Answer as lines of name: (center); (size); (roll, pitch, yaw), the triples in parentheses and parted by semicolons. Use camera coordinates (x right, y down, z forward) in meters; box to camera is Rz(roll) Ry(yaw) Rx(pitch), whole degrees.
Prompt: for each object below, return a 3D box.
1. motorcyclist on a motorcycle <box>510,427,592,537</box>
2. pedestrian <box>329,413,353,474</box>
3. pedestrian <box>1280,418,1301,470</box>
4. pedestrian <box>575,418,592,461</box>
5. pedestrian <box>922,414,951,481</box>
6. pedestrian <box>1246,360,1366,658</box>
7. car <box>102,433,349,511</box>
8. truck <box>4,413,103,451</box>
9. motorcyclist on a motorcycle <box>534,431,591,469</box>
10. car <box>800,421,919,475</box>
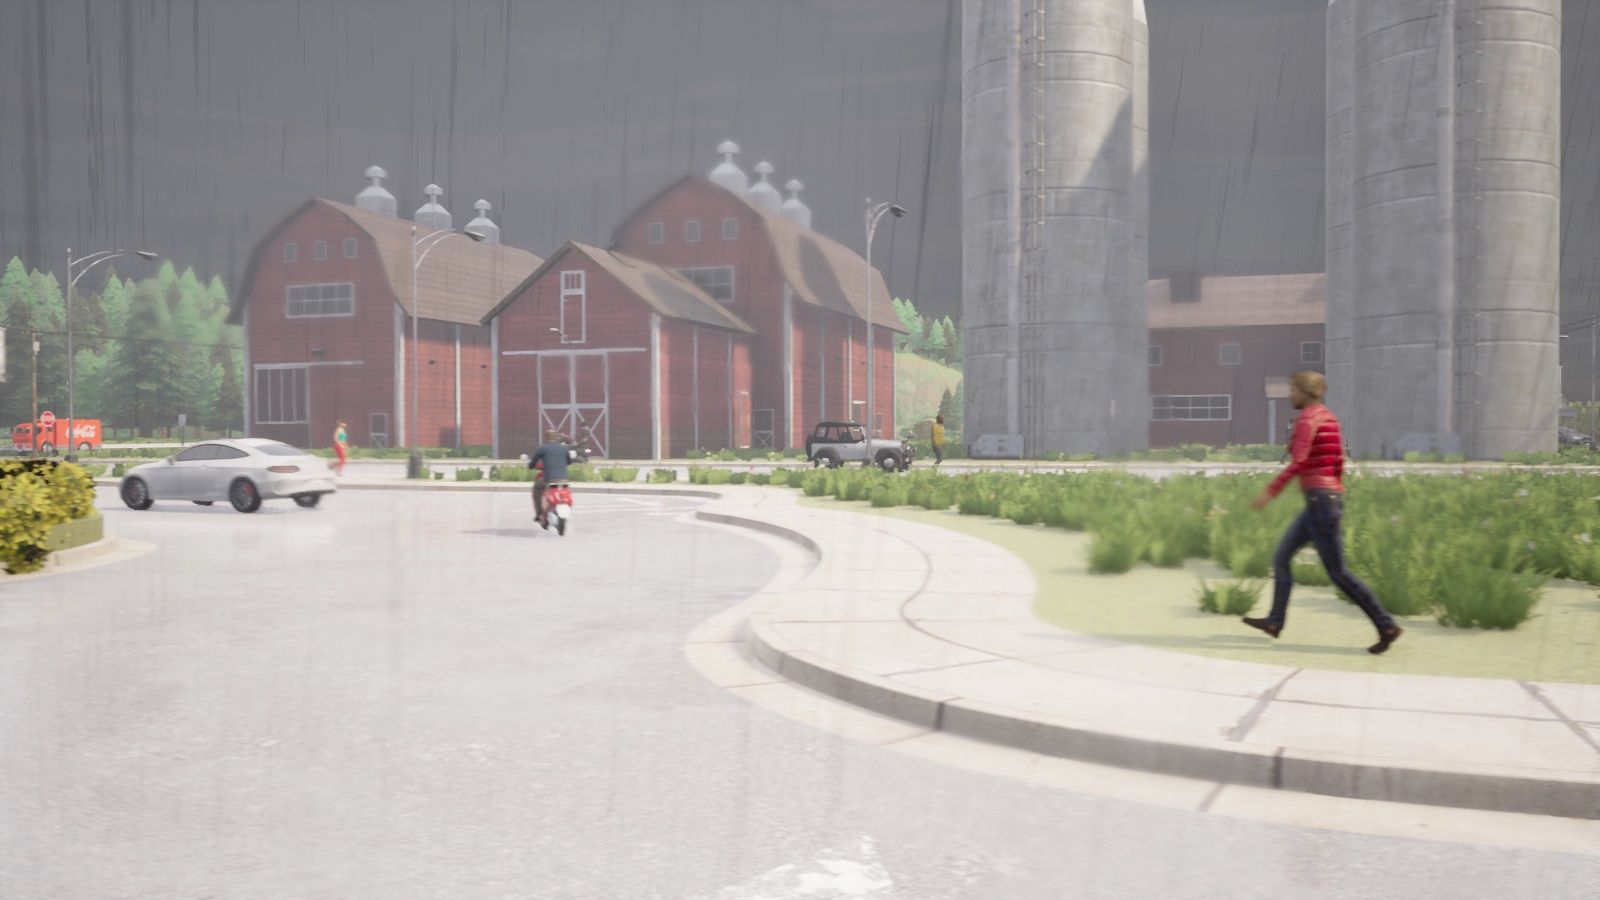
motorcyclist on a motorcycle: (-3.842, 0.453, 19.262); (0.866, 1.590, 1.817); (-1, 1, -22)
pedestrian: (-14.099, -0.200, 38.585); (0.594, 1.836, 0.345); (0, 1, -4)
pedestrian: (18.393, -0.215, 47.104); (0.692, 1.930, 0.395); (1, 1, 21)
pedestrian: (-9.899, -0.488, 57.425); (0.666, 1.930, 0.402); (1, 1, 35)
pedestrian: (3.825, -0.075, 35.183); (0.726, 1.835, 0.370); (1, 1, 26)
pedestrian: (3.263, 0.362, 8.106); (0.636, 1.846, 0.331); (1, 1, 36)
car: (-11.599, 0.398, 25.360); (4.674, 1.442, 1.812); (1, 1, 22)
truck: (-49.337, -1.192, 83.135); (2.627, 2.467, 5.204); (1, 1, 19)
motorcyclist on a motorcycle: (-9.863, -0.021, 52.128); (2.191, 1.530, 0.866); (1, 1, 18)
car: (2.126, -0.094, 44.595); (3.866, 1.878, 1.905); (1, 1, 18)
